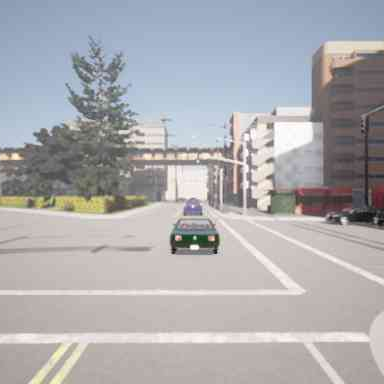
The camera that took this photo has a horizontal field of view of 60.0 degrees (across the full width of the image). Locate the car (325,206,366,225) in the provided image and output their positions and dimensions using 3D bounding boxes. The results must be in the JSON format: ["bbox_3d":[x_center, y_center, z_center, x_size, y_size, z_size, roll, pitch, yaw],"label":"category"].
[{"bbox_3d":[13.176,1.842,26.449,4.902,1.511,2.128,1,0,-1],"label":"car"}]

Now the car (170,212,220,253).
[{"bbox_3d":[0.106,1.761,14.441,1.895,1.301,4.718,0,-1,0],"label":"car"}]

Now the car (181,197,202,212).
[{"bbox_3d":[0.108,1.712,39.091,2.097,1.767,4.553,0,-1,0],"label":"car"}]

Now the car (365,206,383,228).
[{"bbox_3d":[15.136,1.832,22.964,4.902,1.511,2.128,1,0,0],"label":"car"}]
